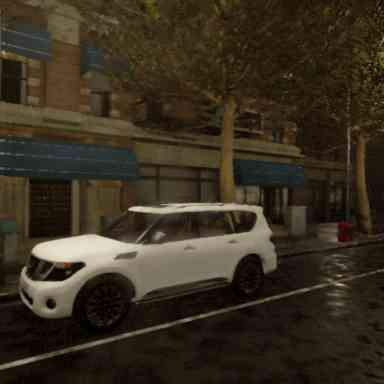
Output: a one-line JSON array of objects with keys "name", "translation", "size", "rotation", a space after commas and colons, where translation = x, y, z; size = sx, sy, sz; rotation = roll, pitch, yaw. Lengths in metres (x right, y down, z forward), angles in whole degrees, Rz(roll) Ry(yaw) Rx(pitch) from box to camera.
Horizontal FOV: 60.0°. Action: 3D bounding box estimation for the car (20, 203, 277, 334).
[{"name": "car", "translation": [-0.561, 1.279, 7.219], "size": [5.566, 2.045, 2.435], "rotation": [1, -1, -36]}]
